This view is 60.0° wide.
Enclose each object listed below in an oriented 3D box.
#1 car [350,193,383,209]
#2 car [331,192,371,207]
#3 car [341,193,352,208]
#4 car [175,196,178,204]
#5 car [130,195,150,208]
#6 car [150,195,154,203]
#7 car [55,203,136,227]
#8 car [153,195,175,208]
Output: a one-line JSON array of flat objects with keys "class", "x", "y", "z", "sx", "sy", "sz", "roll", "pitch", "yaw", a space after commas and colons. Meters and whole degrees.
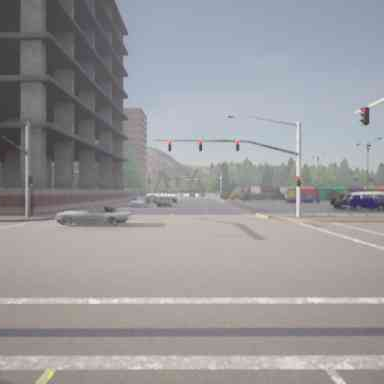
[{"class": "car", "x": 25.158, "y": 1.319, "z": 47.225, "sx": 3.806, "sy": 1.475, "sz": 1.970, "roll": 0, "pitch": 0, "yaw": 1}, {"class": "car", "x": 25.170, "y": 1.061, "z": 52.802, "sx": 4.605, "sy": 1.855, "sz": 1.932, "roll": 0, "pitch": 0, "yaw": 1}, {"class": "car", "x": 25.191, "y": 1.279, "z": 50.119, "sx": 3.905, "sy": 1.438, "sz": 1.784, "roll": 0, "pitch": 0, "yaw": 1}, {"class": "car", "x": -3.637, "y": 1.431, "z": 60.644, "sx": 1.895, "sy": 1.301, "sz": 4.718, "roll": 0, "pitch": 0, "yaw": 1}, {"class": "car", "x": -7.235, "y": 1.399, "z": 45.067, "sx": 1.812, "sy": 1.442, "sz": 4.674, "roll": 0, "pitch": 0, "yaw": 0}, {"class": "car", "x": -7.142, "y": 1.322, "z": 60.263, "sx": 2.128, "sy": 1.511, "sz": 4.902, "roll": 0, "pitch": 0, "yaw": 1}, {"class": "car", "x": -6.401, "y": 1.564, "z": 21.928, "sx": 4.718, "sy": 1.301, "sz": 1.895, "roll": 0, "pitch": 0, "yaw": 0}, {"class": "car", "x": -3.734, "y": 1.377, "z": 45.294, "sx": 1.837, "sy": 1.490, "sz": 4.892, "roll": 0, "pitch": 0, "yaw": 0}]
